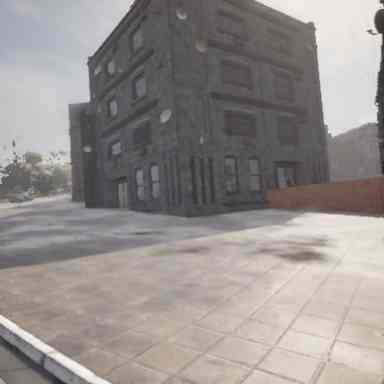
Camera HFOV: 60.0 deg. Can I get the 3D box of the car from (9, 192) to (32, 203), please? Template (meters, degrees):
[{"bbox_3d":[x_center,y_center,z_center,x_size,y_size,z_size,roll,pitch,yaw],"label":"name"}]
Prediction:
[{"bbox_3d":[-29.223,0.881,56.634,2.097,1.767,4.553,-4,3,-3],"label":"car"}]
